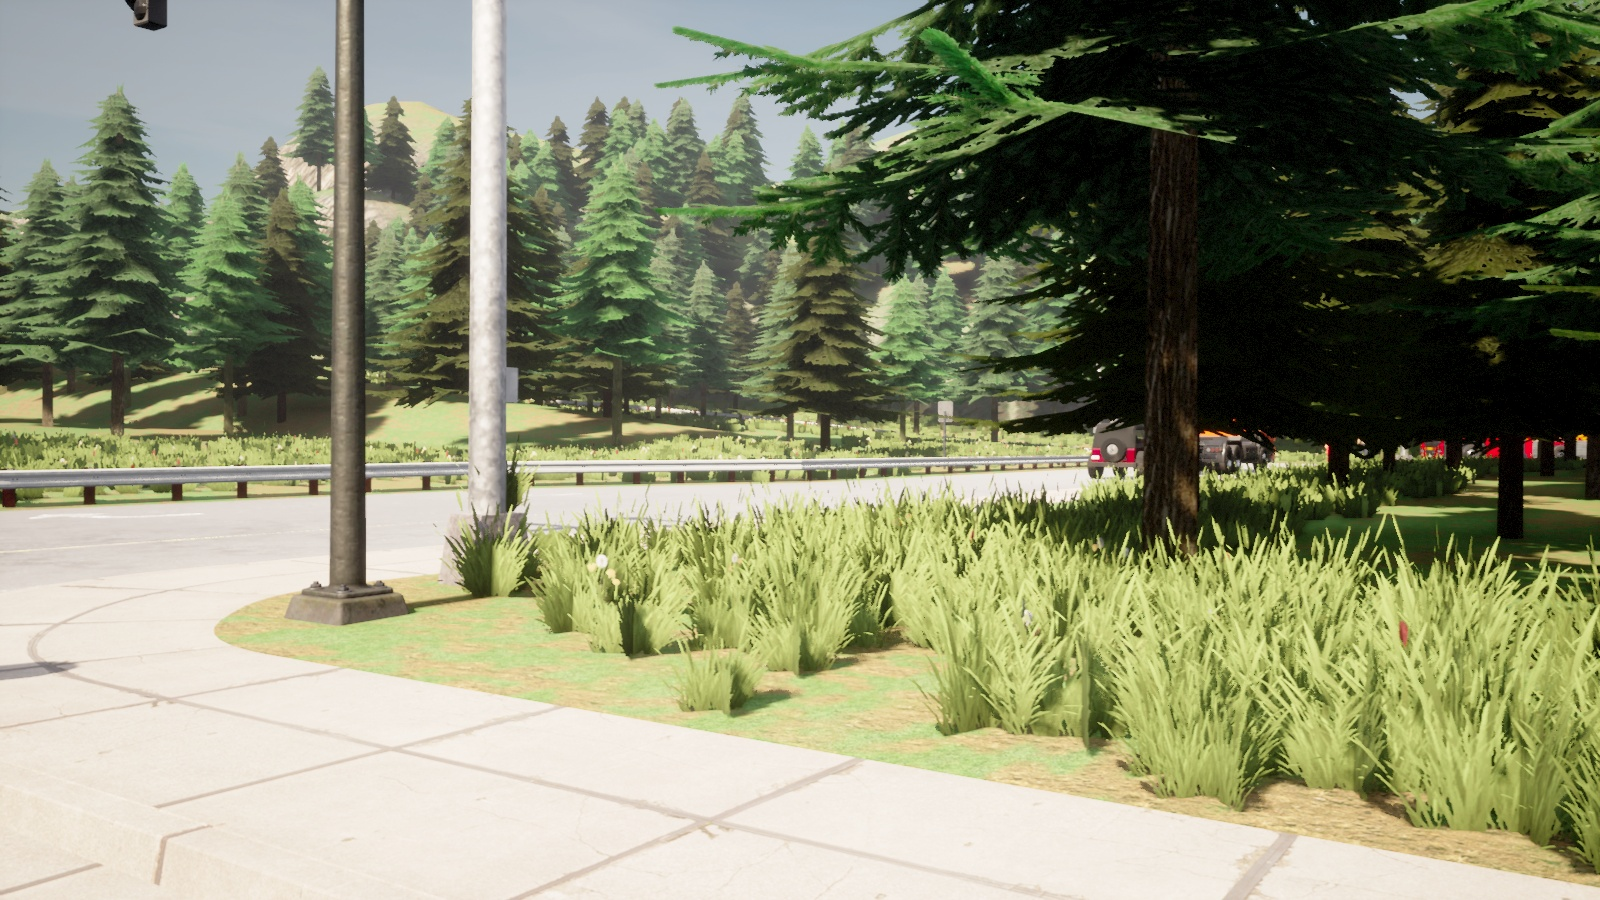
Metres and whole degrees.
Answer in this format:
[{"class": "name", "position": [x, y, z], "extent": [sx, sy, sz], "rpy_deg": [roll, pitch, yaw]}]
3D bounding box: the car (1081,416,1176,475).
[{"class": "car", "position": [11.160, -0.173, 42.530], "extent": [1.905, 1.878, 3.866], "rpy_deg": [0, 1, 34]}]

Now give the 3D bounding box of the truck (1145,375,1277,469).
[{"class": "truck", "position": [16.649, -1.109, 50.469], "extent": [2.891, 3.462, 7.936], "rpy_deg": [0, 1, 35]}]

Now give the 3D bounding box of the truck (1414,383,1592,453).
[{"class": "truck", "position": [39.888, -1.794, 71.482], "extent": [8.468, 3.827, 2.891], "rpy_deg": [-1, 1, 2]}]
